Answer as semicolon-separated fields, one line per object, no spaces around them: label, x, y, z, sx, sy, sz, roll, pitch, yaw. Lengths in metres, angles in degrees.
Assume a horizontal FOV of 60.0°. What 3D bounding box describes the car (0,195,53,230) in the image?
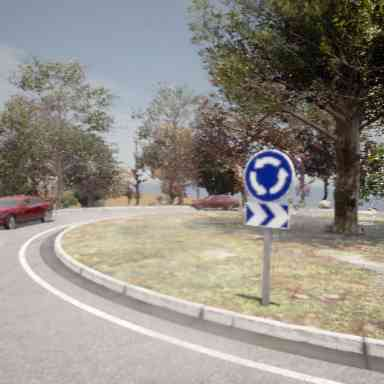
car;-9.082;0.940;17.070;1.882;1.535;5.008;1;1;6

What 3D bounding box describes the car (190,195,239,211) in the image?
car;2.152;0.990;31.652;4.674;1.442;1.812;1;1;-15
